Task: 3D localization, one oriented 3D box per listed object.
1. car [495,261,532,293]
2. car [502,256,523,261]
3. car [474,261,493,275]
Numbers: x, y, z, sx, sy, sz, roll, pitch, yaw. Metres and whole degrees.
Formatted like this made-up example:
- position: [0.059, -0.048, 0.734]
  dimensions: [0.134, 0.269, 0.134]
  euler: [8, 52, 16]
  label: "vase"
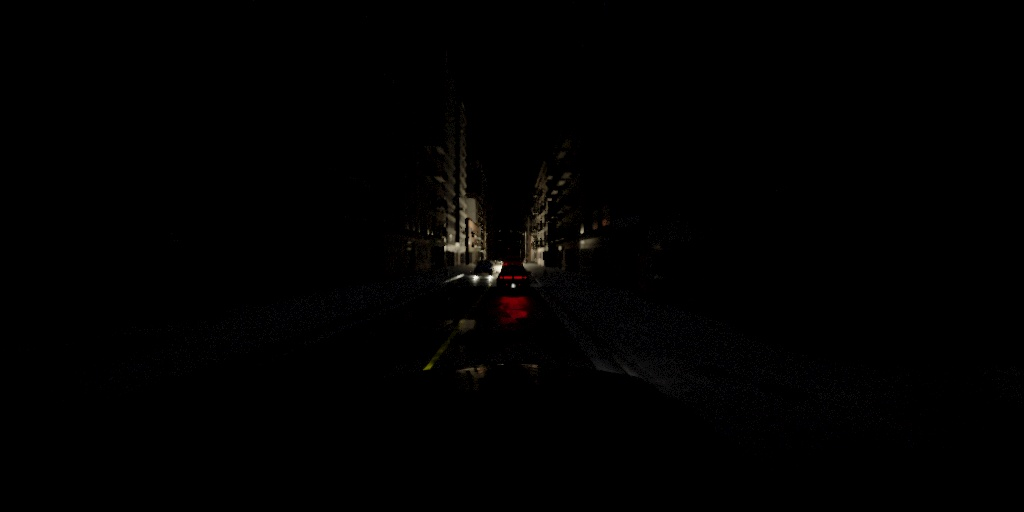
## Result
- position: [0.076, 1.279, 21.030]
  dimensions: [1.837, 1.490, 4.892]
  euler: [0, 0, 0]
  label: "car"
- position: [0.083, 1.010, 39.716]
  dimensions: [2.150, 2.045, 5.566]
  euler: [0, 0, 0]
  label: "car"
- position: [-3.098, 1.266, 39.806]
  dimensions: [1.882, 1.535, 5.008]
  euler: [0, 0, 0]
  label: "car"
